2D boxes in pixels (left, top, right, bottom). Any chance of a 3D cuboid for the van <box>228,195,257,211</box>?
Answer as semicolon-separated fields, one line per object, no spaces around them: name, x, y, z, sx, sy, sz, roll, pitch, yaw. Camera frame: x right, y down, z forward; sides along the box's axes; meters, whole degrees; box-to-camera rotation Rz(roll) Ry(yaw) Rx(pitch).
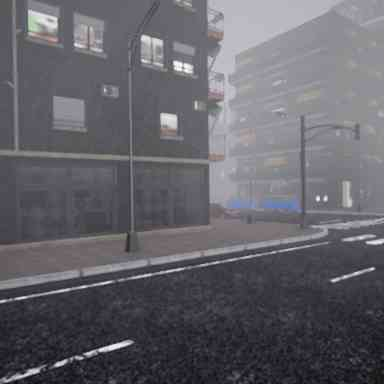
van;5.720;1.285;38.616;1.690;1.788;3.998;-2;1;-37

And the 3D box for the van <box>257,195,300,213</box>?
van;9.058;1.210;34.117;1.690;1.788;3.998;-2;1;-37

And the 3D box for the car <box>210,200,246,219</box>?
car;2.348;1.602;29.168;1.802;1.307;4.206;-2;1;-37

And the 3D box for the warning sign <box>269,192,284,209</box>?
warning sign;9.529;0.973;37.507;1.300;1.860;1.060;0;0;-37
